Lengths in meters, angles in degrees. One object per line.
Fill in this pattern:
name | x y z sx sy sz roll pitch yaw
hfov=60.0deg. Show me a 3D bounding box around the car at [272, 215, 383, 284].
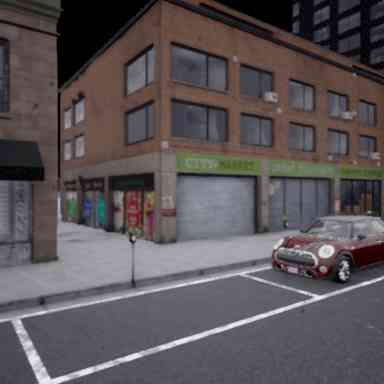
car | 4.156 1.426 9.500 4.097 1.590 1.967 0 0 -36
